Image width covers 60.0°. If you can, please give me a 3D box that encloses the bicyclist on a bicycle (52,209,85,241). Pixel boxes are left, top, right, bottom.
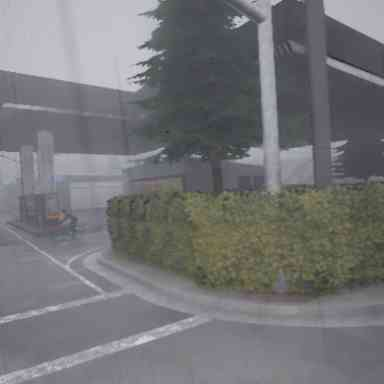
[{"bbox_3d":[-6.371,1.672,17.086,1.656,1.620,0.582,-4,1,-34],"label":"bicyclist on a bicycle"}]
